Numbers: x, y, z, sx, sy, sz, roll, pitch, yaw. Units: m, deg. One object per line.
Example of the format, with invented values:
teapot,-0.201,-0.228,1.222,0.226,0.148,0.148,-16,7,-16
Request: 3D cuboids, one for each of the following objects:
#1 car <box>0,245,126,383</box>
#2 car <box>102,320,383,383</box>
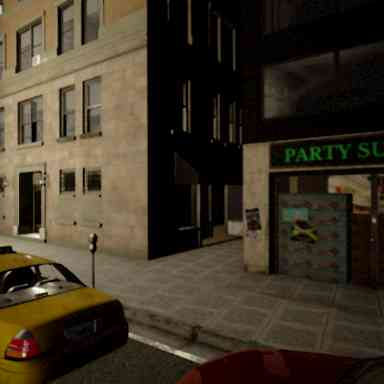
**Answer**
car,-3.087,1.498,5.068,4.829,1.417,1.752,0,0,36
car,1.664,1.584,1.667,4.206,1.307,1.802,0,0,36
